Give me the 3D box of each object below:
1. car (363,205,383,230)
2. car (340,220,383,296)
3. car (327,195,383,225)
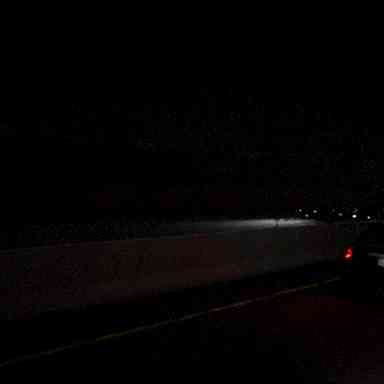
[{"bbox_3d":[13.440,1.641,21.969,4.674,1.442,1.812,1,0,-35],"label":"car"},{"bbox_3d":[5.431,1.398,7.555,4.553,1.767,2.097,1,0,-35],"label":"car"},{"bbox_3d":[13.228,1.332,26.081,5.566,2.045,2.150,1,0,-35],"label":"car"}]
